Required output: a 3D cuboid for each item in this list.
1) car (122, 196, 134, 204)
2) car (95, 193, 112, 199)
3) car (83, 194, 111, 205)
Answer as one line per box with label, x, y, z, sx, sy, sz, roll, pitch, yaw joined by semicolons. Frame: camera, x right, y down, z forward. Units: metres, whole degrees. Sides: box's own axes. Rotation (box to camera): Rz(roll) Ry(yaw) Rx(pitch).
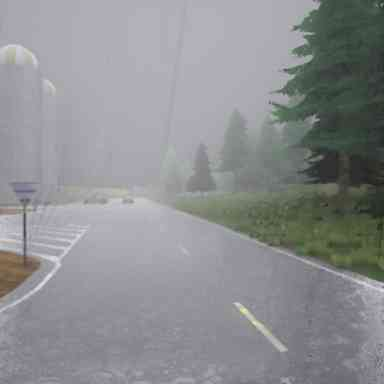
car;-11.182;1.394;58.428;1.812;1.442;4.674;0;0;-11
car;-23.561;1.279;89.983;3.988;1.617;1.851;0;0;-12
car;-16.657;1.433;57.701;4.181;1.381;1.994;0;0;-12
